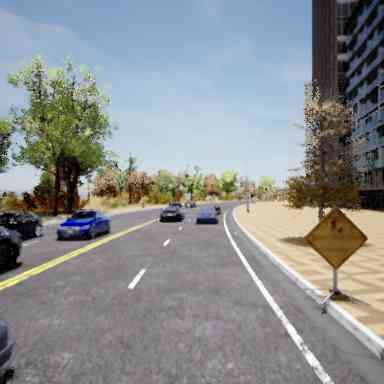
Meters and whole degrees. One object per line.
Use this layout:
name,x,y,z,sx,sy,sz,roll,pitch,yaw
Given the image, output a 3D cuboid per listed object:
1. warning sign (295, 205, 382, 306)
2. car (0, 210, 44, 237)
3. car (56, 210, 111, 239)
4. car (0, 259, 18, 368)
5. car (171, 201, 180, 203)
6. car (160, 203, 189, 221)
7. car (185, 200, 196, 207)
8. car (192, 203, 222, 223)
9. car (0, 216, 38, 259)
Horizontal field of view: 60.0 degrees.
warning sign,2.923,1.217,6.794,1.300,1.860,1.060,0,-1,1
car,-9.370,1.729,16.884,1.837,1.490,4.892,0,-1,3
car,-6.001,1.787,19.083,1.812,1.442,4.674,0,-1,3
car,-3.123,1.568,1.644,2.033,1.411,5.357,0,-1,0
car,-3.474,2.548,67.607,1.895,1.301,4.718,0,-1,11
car,-1.784,2.009,31.591,1.994,1.385,4.181,0,-1,6
car,-0.286,2.465,66.978,2.128,1.511,4.902,0,-1,11
car,1.401,1.973,29.860,2.033,1.411,5.357,0,-1,5
car,-6.434,1.607,8.813,2.128,1.511,4.902,0,-1,1
